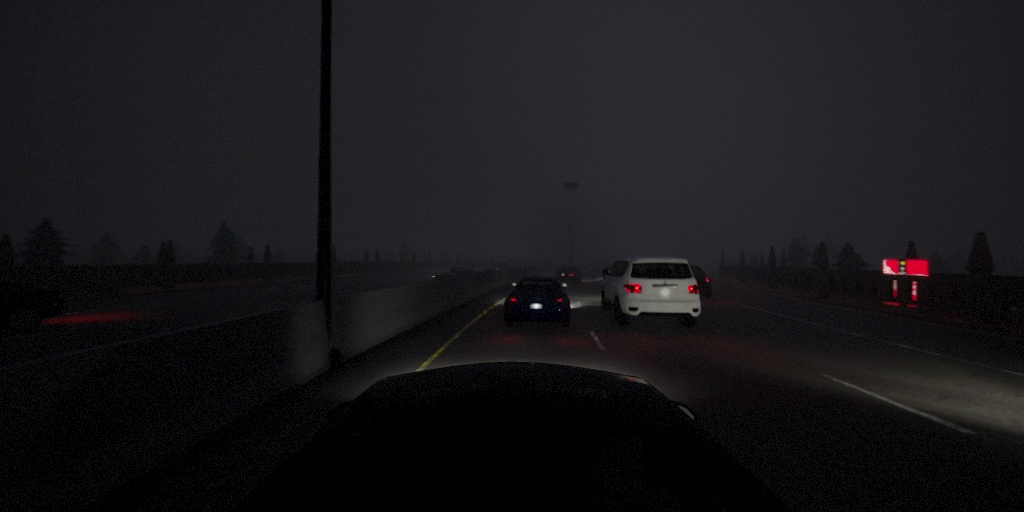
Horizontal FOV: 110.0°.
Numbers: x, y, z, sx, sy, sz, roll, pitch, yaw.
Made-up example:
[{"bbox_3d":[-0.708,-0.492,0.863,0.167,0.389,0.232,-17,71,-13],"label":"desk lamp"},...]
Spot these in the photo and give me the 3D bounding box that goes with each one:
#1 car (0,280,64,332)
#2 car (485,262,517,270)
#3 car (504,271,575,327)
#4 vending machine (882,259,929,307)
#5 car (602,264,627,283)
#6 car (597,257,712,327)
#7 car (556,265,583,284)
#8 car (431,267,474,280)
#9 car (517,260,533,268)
[{"bbox_3d":[-13.703,1.190,7.963,1.882,1.535,5.008,0,0,4],"label":"car"},{"bbox_3d":[-1.546,1.481,42.966,1.837,1.490,4.892,0,-1,24],"label":"car"},{"bbox_3d":[0.893,1.377,11.956,1.994,1.385,4.181,0,0,6],"label":"car"},{"bbox_3d":[16.081,1.104,14.682,1.100,2.100,0.880,0,0,10],"label":"vending machine"},{"bbox_3d":[9.021,1.469,31.269,1.837,1.490,4.892,0,0,19],"label":"car"},{"bbox_3d":[4.392,1.054,12.171,2.150,2.045,5.566,0,0,7],"label":"car"},{"bbox_3d":[4.609,1.478,29.350,2.033,1.411,5.357,0,0,18],"label":"car"},{"bbox_3d":[-3.930,1.464,25.458,1.895,1.301,4.718,0,0,15],"label":"car"},{"bbox_3d":[1.509,1.417,56.466,2.097,1.767,4.553,0,0,31],"label":"car"}]
